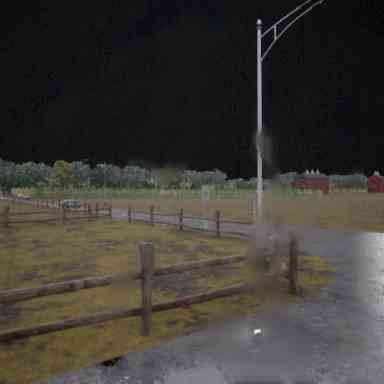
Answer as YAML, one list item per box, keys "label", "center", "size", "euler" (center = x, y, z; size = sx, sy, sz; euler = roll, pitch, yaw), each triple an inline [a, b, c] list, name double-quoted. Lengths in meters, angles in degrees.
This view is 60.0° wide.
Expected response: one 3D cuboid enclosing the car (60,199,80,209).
- label: "car"
  center: [-18.424, 1.760, 50.151]
  size: [2.033, 1.411, 5.357]
  euler: [-1, 1, -35]
